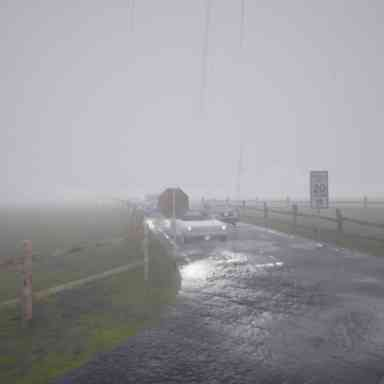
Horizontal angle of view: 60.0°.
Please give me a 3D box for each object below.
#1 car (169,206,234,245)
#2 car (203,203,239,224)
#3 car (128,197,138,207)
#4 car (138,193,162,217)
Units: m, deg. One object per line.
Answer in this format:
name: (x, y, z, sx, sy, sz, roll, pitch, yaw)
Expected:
car: (0.171, 1.547, 15.613, 1.895, 1.301, 4.718, -1, 0, -12)
car: (1.523, 1.429, 22.473, 2.033, 1.411, 5.357, -1, 0, -12)
car: (-8.221, 1.482, 47.762, 2.033, 1.411, 5.357, -1, 0, -18)
car: (-3.340, 1.155, 30.676, 2.150, 2.045, 5.566, -1, 1, -15)
